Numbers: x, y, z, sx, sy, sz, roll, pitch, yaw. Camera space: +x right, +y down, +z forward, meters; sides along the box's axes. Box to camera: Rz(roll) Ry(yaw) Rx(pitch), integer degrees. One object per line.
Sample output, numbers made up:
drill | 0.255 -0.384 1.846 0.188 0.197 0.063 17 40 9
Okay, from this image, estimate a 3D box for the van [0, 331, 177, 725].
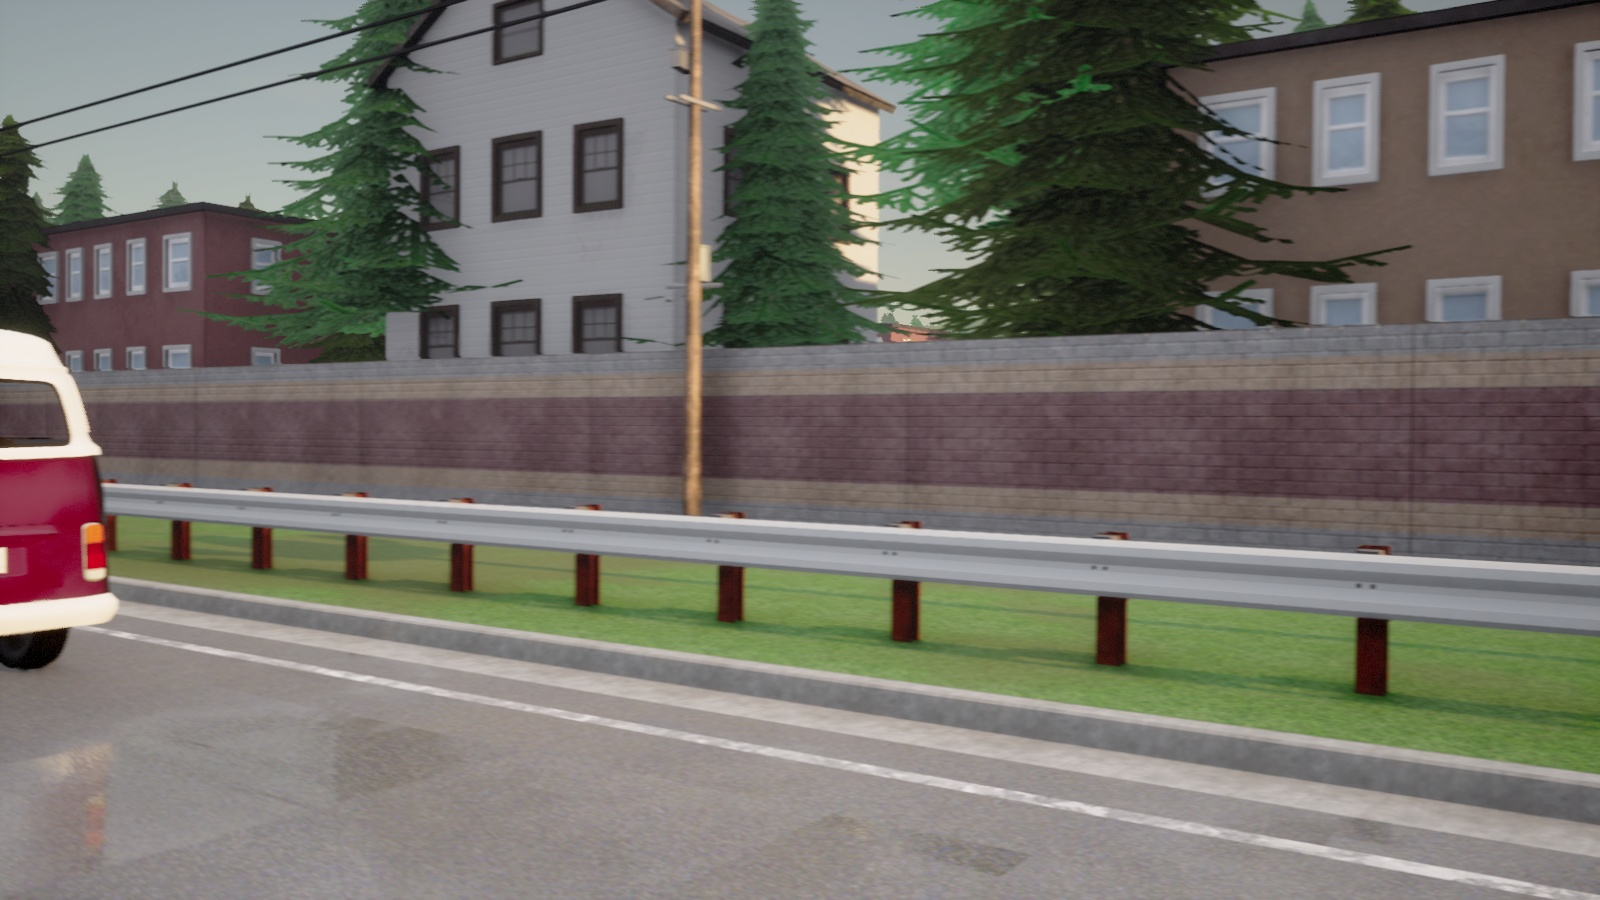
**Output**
van | -6.056 0.406 7.642 4.480 2.038 2.069 0 1 34
